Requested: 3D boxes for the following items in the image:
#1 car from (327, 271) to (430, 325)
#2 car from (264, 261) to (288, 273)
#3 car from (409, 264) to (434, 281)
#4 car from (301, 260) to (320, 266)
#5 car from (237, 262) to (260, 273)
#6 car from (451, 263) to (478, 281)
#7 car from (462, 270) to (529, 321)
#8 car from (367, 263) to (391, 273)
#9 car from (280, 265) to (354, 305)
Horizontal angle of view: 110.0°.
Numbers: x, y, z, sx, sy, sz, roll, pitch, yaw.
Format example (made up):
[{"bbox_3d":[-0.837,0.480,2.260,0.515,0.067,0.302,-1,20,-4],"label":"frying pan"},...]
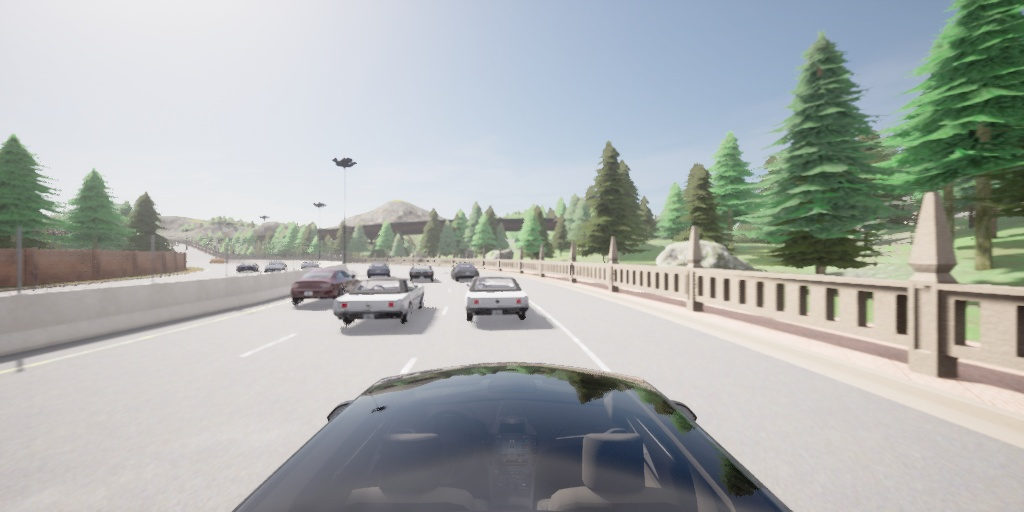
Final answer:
[{"bbox_3d":[-4.092,1.351,11.887,1.895,1.301,4.718,0,0,-6],"label":"car"},{"bbox_3d":[-27.106,1.337,41.439,2.033,1.411,5.357,0,0,-26],"label":"car"},{"bbox_3d":[-7.458,1.336,29.431,1.895,1.301,4.718,0,0,-15],"label":"car"},{"bbox_3d":[-24.080,1.269,43.070,2.128,1.511,4.902,0,0,-26],"label":"car"},{"bbox_3d":[-32.657,1.407,44.432,1.895,1.301,4.718,0,0,-29],"label":"car"},{"bbox_3d":[-3.900,1.286,29.422,1.994,1.385,4.181,0,0,-15],"label":"car"},{"bbox_3d":[-0.652,1.337,12.500,1.895,1.301,4.718,0,0,-6],"label":"car"},{"bbox_3d":[-12.435,1.312,33.549,1.994,1.385,4.181,0,0,-18],"label":"car"},{"bbox_3d":[-8.217,1.284,16.141,1.812,1.442,4.674,0,0,-9],"label":"car"}]
